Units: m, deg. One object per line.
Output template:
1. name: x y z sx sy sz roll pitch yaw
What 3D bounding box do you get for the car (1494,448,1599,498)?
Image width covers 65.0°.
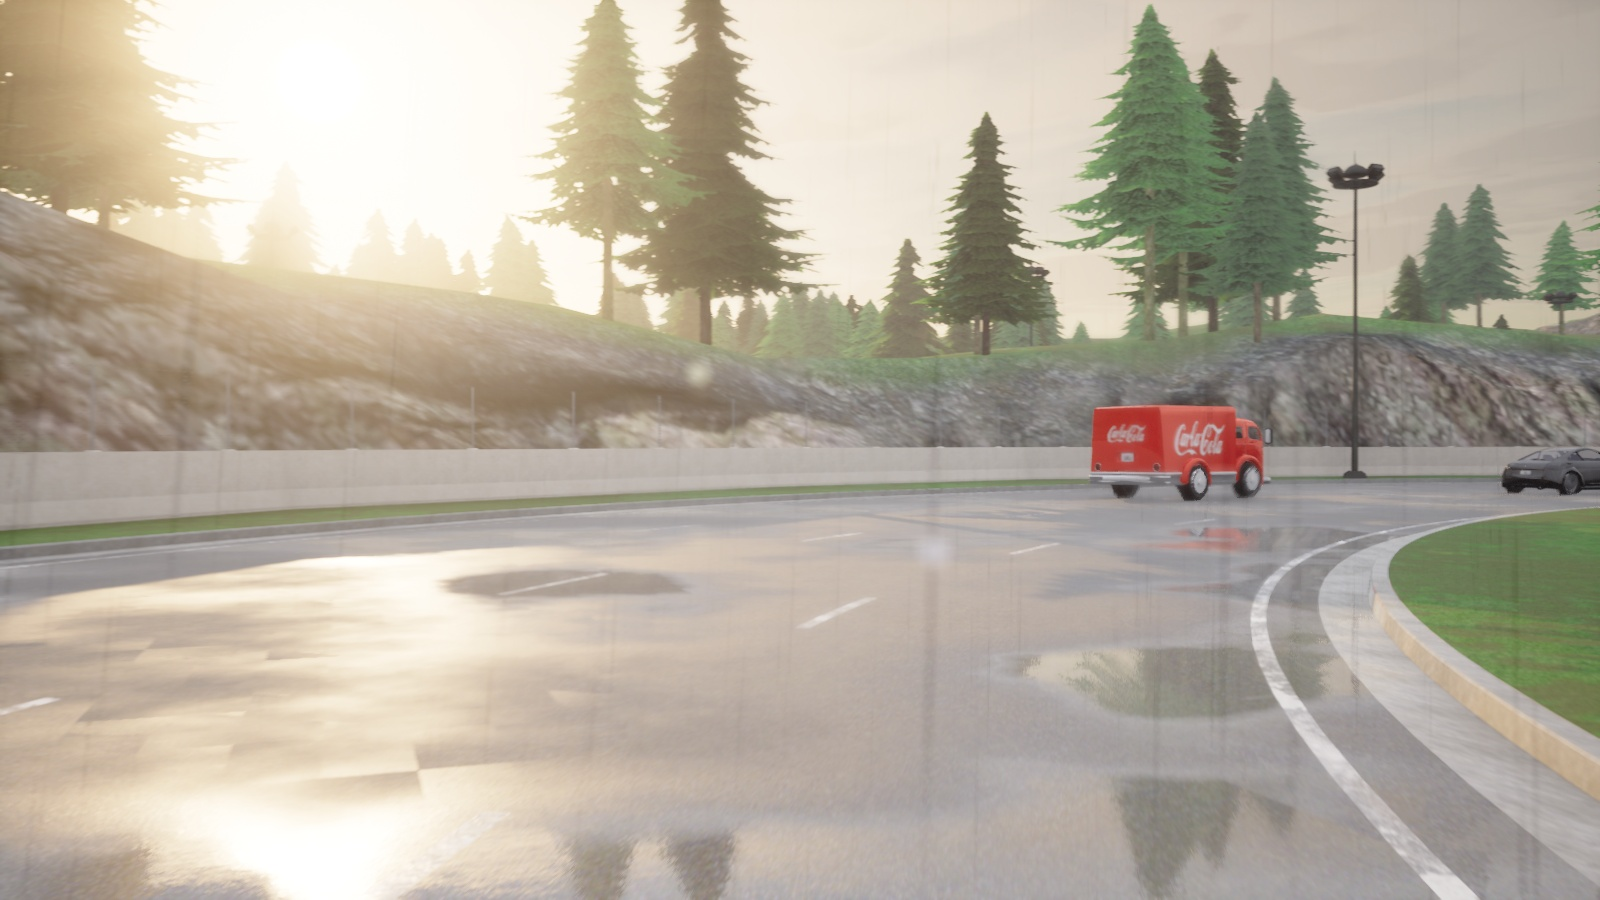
1. car: 22.741 0.647 36.840 4.181 1.385 1.994 0 0 -23

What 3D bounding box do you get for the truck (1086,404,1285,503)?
1. truck: 10.429 0.089 33.825 5.204 2.467 2.627 0 0 -38
